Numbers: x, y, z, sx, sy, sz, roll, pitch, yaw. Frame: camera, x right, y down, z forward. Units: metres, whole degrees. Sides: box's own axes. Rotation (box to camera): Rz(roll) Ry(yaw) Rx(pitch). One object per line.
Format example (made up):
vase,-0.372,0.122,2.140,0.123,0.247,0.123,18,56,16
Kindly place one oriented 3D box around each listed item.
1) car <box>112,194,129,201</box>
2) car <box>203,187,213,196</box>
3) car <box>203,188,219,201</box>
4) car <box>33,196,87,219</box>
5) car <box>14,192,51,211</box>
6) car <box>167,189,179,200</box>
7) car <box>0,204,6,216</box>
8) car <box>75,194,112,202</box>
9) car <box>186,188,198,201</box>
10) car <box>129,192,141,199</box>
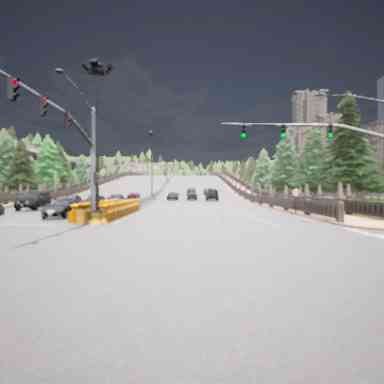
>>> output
car,-10.600,1.062,46.237,2.097,1.767,4.553,0,1,0
car,3.373,-0.182,69.140,1.812,1.442,4.674,0,7,0
car,3.527,0.424,58.532,2.150,2.045,5.566,0,4,0
car,-10.554,1.334,27.104,2.128,1.511,4.902,0,0,-1
car,-17.583,1.006,37.169,2.150,2.045,5.566,0,0,0
car,-3.483,0.691,59.663,1.994,1.385,4.181,0,4,0
car,-17.586,1.402,27.901,1.994,1.385,4.181,0,0,0
car,-10.585,1.142,36.211,2.097,1.767,4.553,0,0,0
car,0.022,0.659,59.276,1.837,1.490,4.892,0,4,0
car,-10.588,0.657,60.618,1.895,1.301,4.718,0,4,0
